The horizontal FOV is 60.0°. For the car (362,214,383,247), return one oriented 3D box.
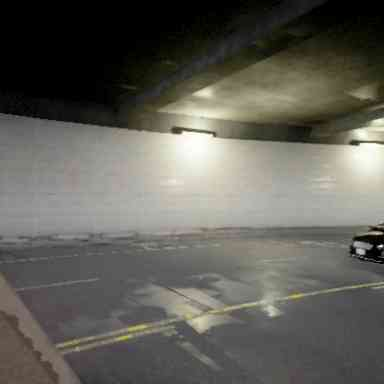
[{"bbox_3d":[10.368,1.751,15.344,4.181,1.385,1.994,1,0,-12],"label":"car"}]

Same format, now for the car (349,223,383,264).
[{"bbox_3d":[7.587,1.627,11.056,4.902,1.511,2.128,1,0,-17],"label":"car"}]
